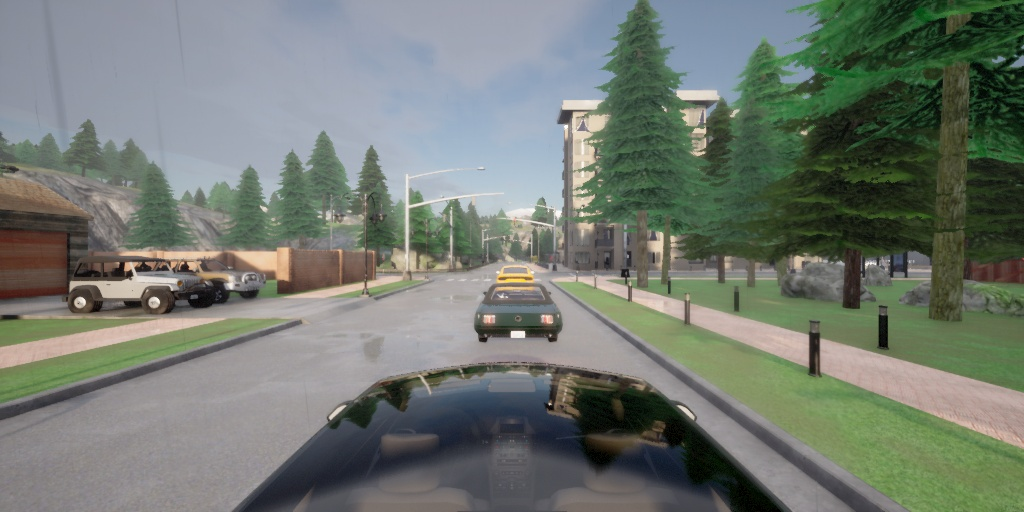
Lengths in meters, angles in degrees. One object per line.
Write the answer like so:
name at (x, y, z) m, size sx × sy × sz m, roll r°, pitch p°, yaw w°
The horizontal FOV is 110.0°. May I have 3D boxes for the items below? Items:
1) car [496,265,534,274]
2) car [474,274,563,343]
car at (0.174, 1.228, 19.040) m, size 1.882 × 1.535 × 5.008 m, roll 0°, pitch 0°, yaw 0°
car at (0.145, 1.351, 9.700) m, size 1.895 × 1.301 × 4.718 m, roll 0°, pitch 0°, yaw 0°
